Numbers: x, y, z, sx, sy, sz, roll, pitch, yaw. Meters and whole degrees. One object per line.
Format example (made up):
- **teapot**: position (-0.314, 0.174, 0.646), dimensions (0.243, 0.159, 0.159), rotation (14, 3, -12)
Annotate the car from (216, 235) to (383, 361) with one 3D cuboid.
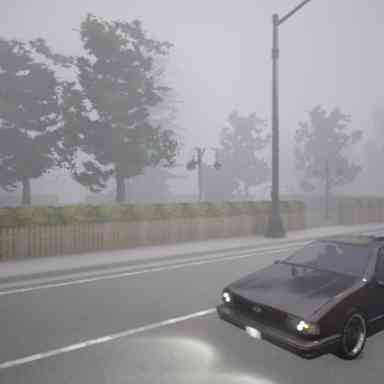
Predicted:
- **car**: position (3.014, 1.549, 6.121), dimensions (5.357, 1.411, 2.033), rotation (0, 0, -35)
